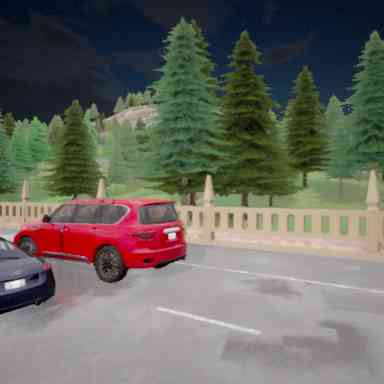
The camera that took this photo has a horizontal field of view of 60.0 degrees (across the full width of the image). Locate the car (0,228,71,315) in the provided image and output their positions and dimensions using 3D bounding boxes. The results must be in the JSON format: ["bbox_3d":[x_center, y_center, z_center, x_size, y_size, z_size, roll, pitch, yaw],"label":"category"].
[{"bbox_3d":[-4.725,1.552,6.750,4.181,1.385,1.994,0,0,32],"label":"car"}]

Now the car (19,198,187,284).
[{"bbox_3d":[-2.785,1.196,9.708,5.566,2.045,2.150,0,0,31],"label":"car"}]
